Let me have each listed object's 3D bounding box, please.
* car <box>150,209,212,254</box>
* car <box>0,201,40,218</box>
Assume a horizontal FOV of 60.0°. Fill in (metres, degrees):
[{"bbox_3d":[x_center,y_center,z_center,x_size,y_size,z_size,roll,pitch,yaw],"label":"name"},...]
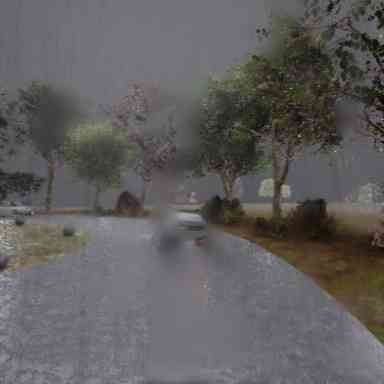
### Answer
[{"bbox_3d":[-0.525,1.463,13.438,1.837,1.490,4.892,1,0,-11],"label":"car"},{"bbox_3d":[-14.951,1.362,26.676,4.718,1.301,1.895,1,0,3],"label":"car"}]
